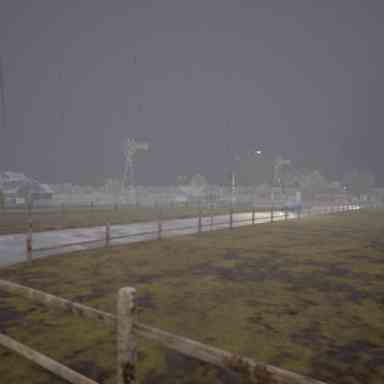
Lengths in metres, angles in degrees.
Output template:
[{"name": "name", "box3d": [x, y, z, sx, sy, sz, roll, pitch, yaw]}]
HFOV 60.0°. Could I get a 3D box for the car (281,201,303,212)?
[{"name": "car", "box3d": [14.862, 2.134, 49.283, 1.882, 1.535, 5.008, 1, 0, 36]}]
